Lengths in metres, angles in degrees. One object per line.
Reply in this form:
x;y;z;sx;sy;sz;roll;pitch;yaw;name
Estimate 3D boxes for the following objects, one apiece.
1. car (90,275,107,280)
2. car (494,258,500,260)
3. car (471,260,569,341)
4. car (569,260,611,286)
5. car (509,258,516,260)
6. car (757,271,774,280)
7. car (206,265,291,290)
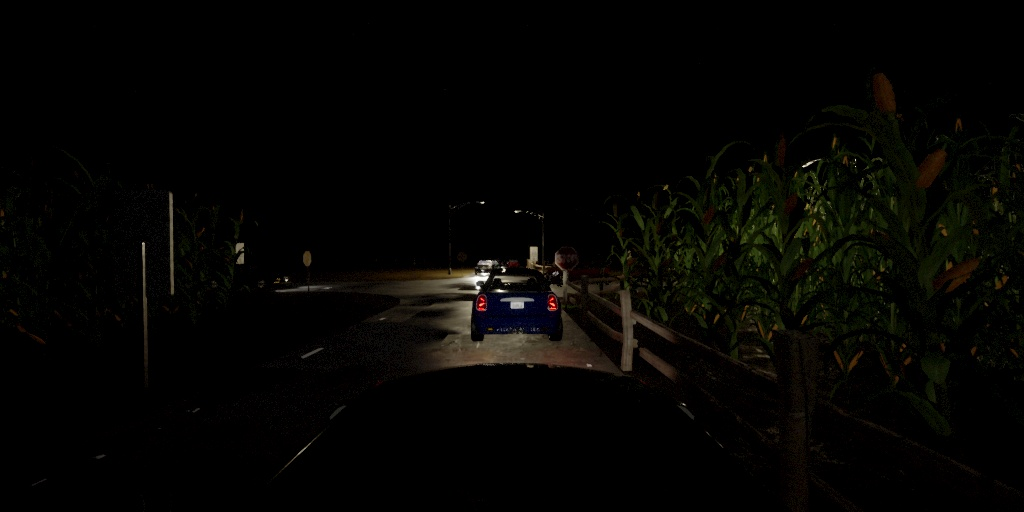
-26.537;1.374;22.523;4.181;1.385;1.994;0;1;1;car
-2.810;1.211;38.158;2.128;1.511;4.902;0;0;2;car
0.059;1.098;9.993;2.097;1.767;4.553;0;0;-2;car
4.234;1.091;23.896;4.553;1.767;2.097;0;1;-19;car
0.215;1.243;57.483;2.033;1.411;5.357;0;0;0;car
17.980;1.182;25.396;5.008;1.535;1.882;0;1;0;car
-16.557;1.289;22.488;4.892;1.490;1.837;0;1;0;car
